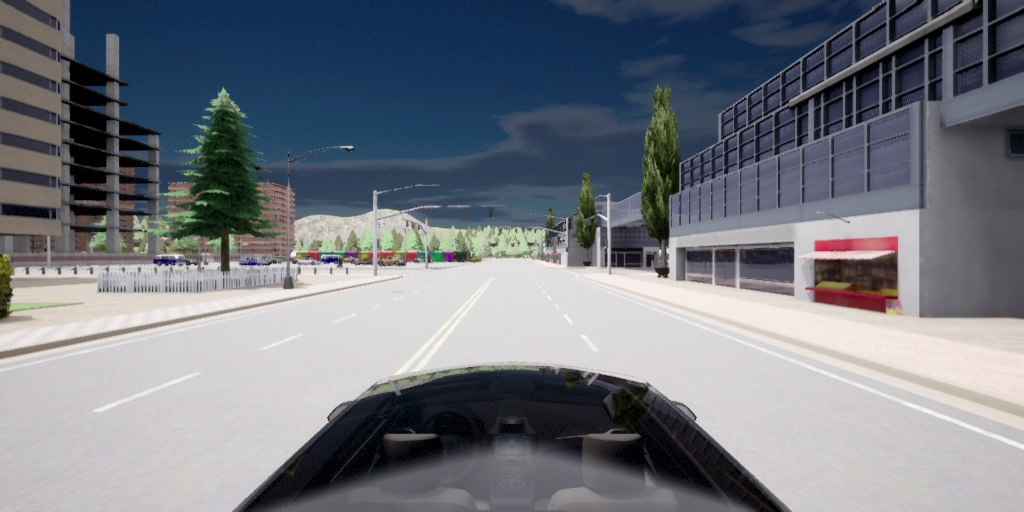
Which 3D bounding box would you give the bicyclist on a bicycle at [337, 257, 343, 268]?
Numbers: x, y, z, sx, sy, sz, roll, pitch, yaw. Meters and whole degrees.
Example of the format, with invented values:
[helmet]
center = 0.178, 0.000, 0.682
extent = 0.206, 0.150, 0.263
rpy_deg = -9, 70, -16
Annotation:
[bicyclist on a bicycle]
center = -25.457, 1.025, 53.057
extent = 0.582, 1.620, 1.656
rpy_deg = 0, 0, 0
